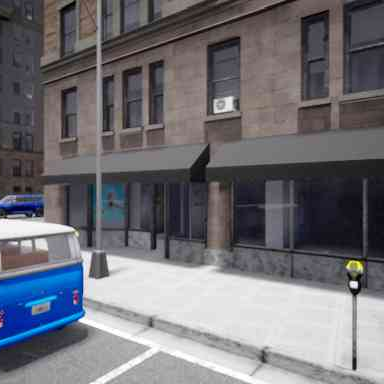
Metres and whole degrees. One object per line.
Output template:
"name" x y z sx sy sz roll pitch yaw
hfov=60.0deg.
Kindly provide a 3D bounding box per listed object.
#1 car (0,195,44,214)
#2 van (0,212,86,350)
"car" -15.379 1.291 29.339 2.150 2.045 5.566 0 0 35
"van" -3.567 1.357 5.625 3.998 1.788 1.690 0 0 36
